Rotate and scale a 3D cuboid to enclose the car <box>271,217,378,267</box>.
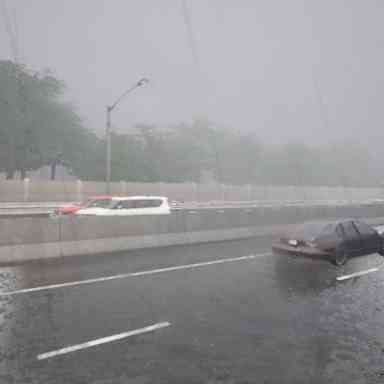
[{"bbox_3d":[5.152,1.612,11.711,5.357,1.411,2.033,0,0,-35],"label":"car"}]

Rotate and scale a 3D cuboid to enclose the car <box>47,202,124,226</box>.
[{"bbox_3d":[-7.698,1.540,24.289,4.902,1.511,2.128,0,0,-35],"label":"car"}]

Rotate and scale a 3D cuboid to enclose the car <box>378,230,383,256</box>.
[{"bbox_3d":[7.019,1.627,8.745,4.181,1.385,1.994,0,0,-35],"label":"car"}]

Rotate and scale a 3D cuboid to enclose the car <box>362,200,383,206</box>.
[{"bbox_3d":[26.928,1.895,48.899,4.718,1.301,1.895,0,0,-35],"label":"car"}]

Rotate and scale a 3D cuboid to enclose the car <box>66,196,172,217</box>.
[{"bbox_3d":[-3.707,1.268,18.539,5.566,2.045,2.150,0,0,-35],"label":"car"}]

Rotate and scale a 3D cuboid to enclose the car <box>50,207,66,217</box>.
[{"bbox_3d":[-5.811,1.268,21.338,5.566,2.045,2.150,0,0,-35],"label":"car"}]
